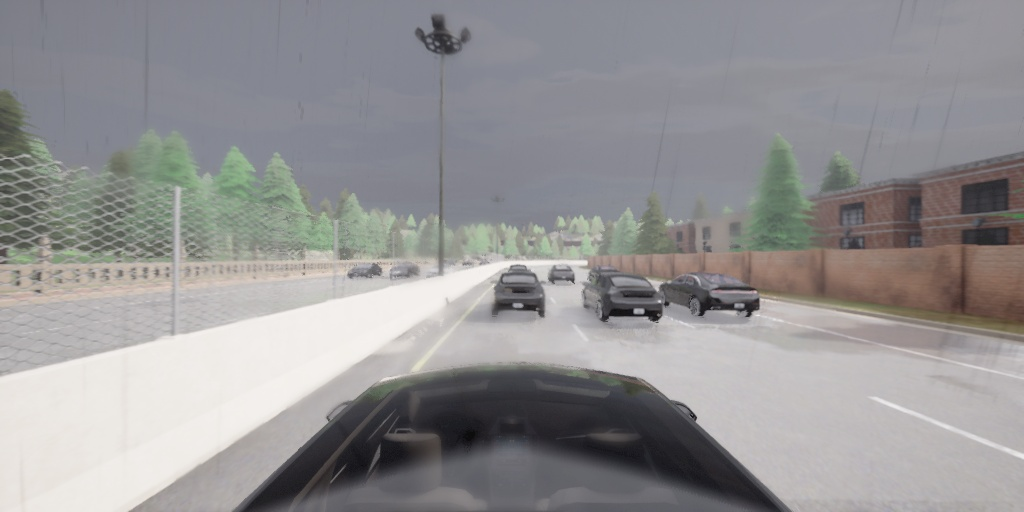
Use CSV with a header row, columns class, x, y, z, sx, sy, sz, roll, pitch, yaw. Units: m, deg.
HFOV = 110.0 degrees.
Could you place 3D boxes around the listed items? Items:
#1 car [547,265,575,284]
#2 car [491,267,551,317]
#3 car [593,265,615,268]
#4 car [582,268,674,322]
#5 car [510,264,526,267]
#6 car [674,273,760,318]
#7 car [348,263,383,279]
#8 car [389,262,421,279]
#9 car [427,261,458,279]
class,x,y,z,sx,sy,sz,roll,pitch,yaw
car,4.008,1.454,29.640,2.128,1.511,4.902,1,0,1
car,0.247,1.332,13.641,1.837,1.490,4.892,1,-1,1
car,7.508,1.485,29.590,2.128,1.511,4.902,1,0,1
car,3.732,1.360,12.815,1.837,1.490,4.892,1,0,1
car,0.510,1.438,29.759,1.837,1.490,4.892,1,0,1
car,7.251,1.383,13.778,2.128,1.511,4.902,1,0,1
car,-13.616,1.357,33.661,1.812,1.442,4.674,1,0,1
car,-10.106,1.357,34.191,2.128,1.511,4.902,1,0,1
car,-6.618,1.419,33.596,1.812,1.442,4.674,1,0,1
